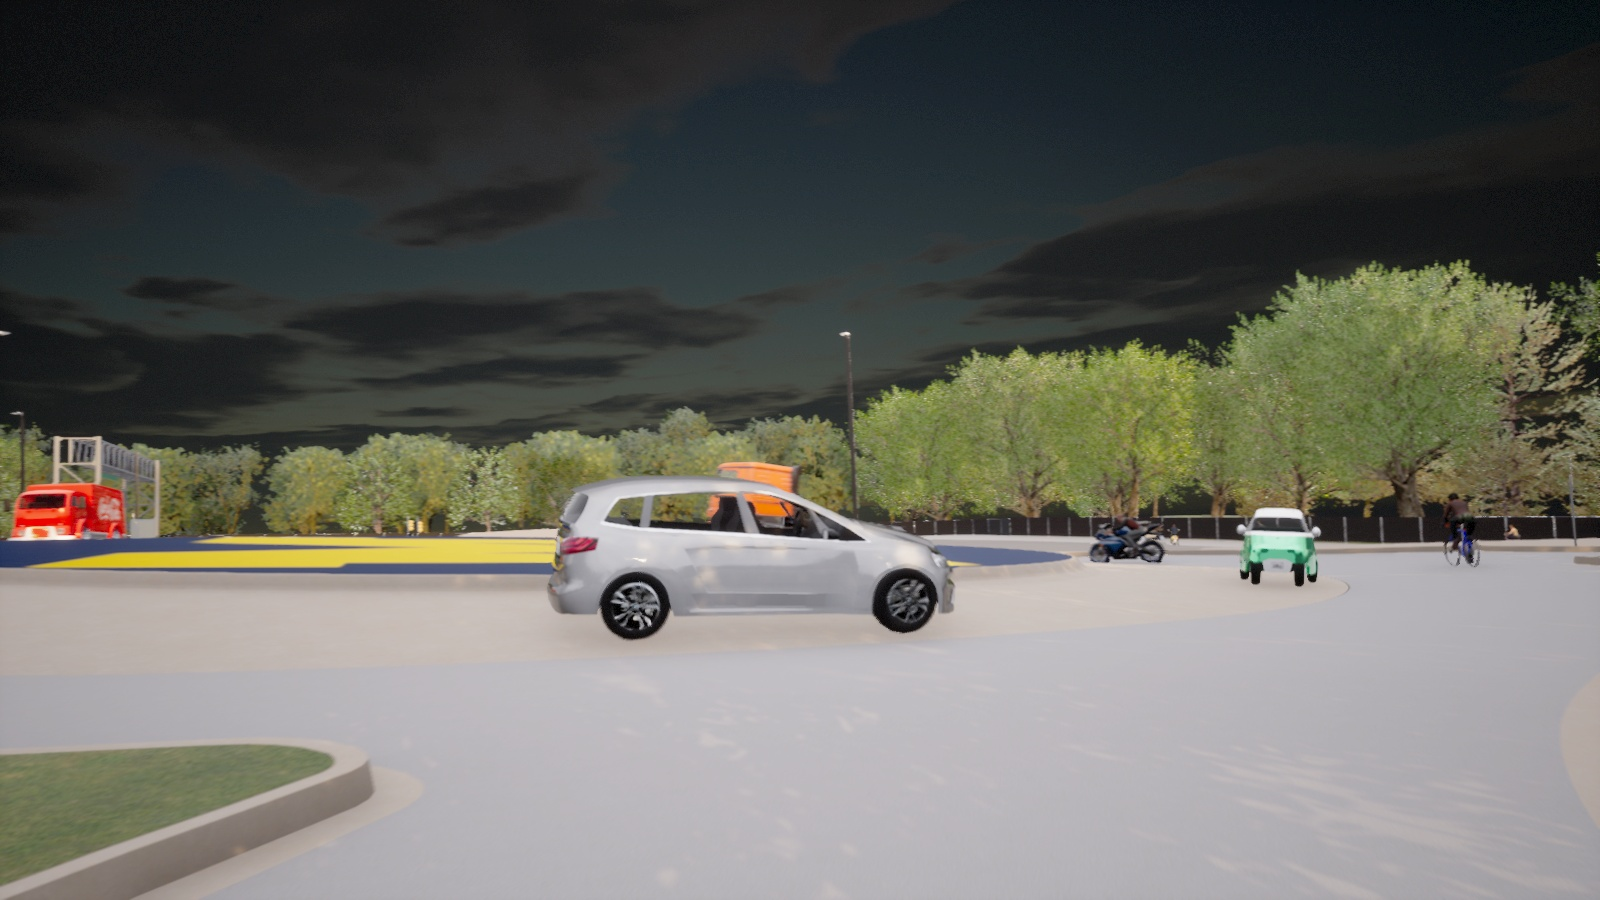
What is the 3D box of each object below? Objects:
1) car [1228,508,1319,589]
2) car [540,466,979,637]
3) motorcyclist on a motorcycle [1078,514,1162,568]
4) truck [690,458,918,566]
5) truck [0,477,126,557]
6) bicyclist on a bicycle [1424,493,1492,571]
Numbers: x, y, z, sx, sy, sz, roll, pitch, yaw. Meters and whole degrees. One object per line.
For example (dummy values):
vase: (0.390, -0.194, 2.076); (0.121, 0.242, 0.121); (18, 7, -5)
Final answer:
car: (8.779, 1.789, 23.302); (1.481, 1.376, 2.207); (1, -2, 21)
car: (-0.562, 1.083, 14.340); (4.611, 1.667, 2.242); (1, 1, -14)
motorcyclist on a motorcycle: (9.433, 2.684, 37.028); (2.191, 1.530, 0.866); (-4, -5, 29)
truck: (0.017, 2.160, 45.010); (7.936, 3.462, 2.891); (0, -7, 40)
truck: (-26.063, 2.433, 44.375); (2.627, 2.467, 5.204); (-2, -5, -12)
bicyclist on a bicycle: (14.287, 1.791, 27.314); (0.582, 1.620, 1.656); (-3, -4, 4)
